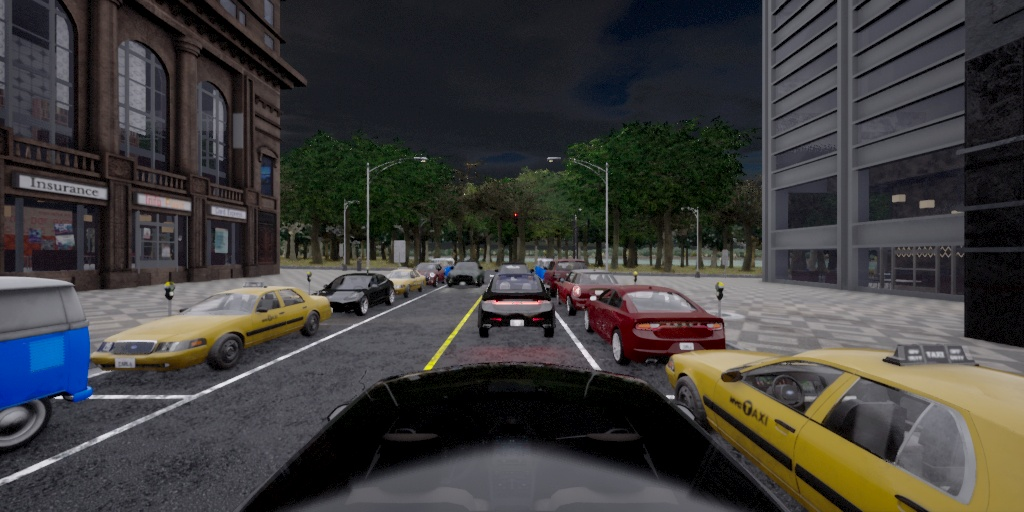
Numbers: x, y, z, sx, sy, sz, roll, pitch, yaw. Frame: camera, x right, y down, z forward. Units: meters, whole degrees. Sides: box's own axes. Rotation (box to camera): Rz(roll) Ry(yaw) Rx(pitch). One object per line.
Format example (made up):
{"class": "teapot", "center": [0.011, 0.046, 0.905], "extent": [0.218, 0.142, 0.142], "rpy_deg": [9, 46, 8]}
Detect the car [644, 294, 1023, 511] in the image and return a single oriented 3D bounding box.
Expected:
{"class": "car", "center": [2.763, 1.275, 2.636], "extent": [1.751, 1.417, 4.829], "rpy_deg": [0, 0, 0]}

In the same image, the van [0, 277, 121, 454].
{"class": "van", "center": [-5.762, 1.090, 2.479], "extent": [1.690, 1.789, 3.998], "rpy_deg": [0, 0, 0]}

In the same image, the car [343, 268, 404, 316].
{"class": "car", "center": [-5.745, 1.315, 13.354], "extent": [1.948, 1.339, 4.313], "rpy_deg": [0, 0, 0]}

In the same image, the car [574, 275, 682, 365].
{"class": "car", "center": [2.772, 1.294, 7.904], "extent": [1.888, 1.381, 4.507], "rpy_deg": [0, 0, 0]}

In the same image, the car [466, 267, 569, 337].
{"class": "car", "center": [0.114, 1.241, 10.218], "extent": [2.128, 1.511, 4.902], "rpy_deg": [0, 0, 0]}

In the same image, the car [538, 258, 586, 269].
{"class": "car", "center": [2.789, 1.064, 18.779], "extent": [2.192, 1.841, 5.009], "rpy_deg": [0, 0, 0]}

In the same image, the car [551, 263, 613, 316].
{"class": "car", "center": [2.780, 1.189, 13.341], "extent": [1.967, 1.591, 4.097], "rpy_deg": [0, 0, 0]}

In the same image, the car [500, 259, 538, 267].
{"class": "car", "center": [0.128, 1.102, 19.183], "extent": [2.097, 1.767, 4.553], "rpy_deg": [0, 0, 1]}

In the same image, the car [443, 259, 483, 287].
{"class": "car", "center": [-2.997, 1.101, 24.170], "extent": [2.097, 1.767, 4.553], "rpy_deg": [0, 0, 1]}

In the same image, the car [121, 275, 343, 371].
{"class": "car", "center": [-5.754, 1.275, 7.747], "extent": [1.751, 1.417, 4.829], "rpy_deg": [0, 0, 0]}

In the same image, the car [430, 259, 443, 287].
{"class": "car", "center": [-5.728, 1.190, 24.229], "extent": [1.967, 1.591, 4.097], "rpy_deg": [0, 0, 0]}

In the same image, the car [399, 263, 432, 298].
{"class": "car", "center": [-5.737, 1.275, 18.622], "extent": [1.751, 1.417, 4.829], "rpy_deg": [0, 0, 0]}
